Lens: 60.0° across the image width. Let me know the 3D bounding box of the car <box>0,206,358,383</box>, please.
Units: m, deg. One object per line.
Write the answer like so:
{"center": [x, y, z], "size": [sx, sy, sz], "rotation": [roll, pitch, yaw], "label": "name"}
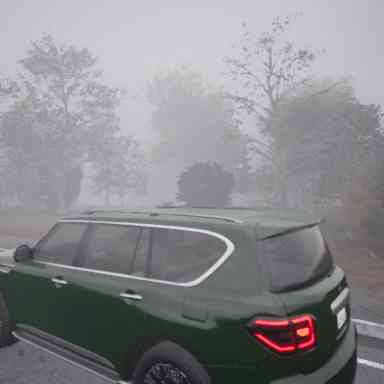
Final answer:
{"center": [-0.825, 1.223, 4.576], "size": [5.566, 2.045, 2.150], "rotation": [0, 0, 35], "label": "car"}
